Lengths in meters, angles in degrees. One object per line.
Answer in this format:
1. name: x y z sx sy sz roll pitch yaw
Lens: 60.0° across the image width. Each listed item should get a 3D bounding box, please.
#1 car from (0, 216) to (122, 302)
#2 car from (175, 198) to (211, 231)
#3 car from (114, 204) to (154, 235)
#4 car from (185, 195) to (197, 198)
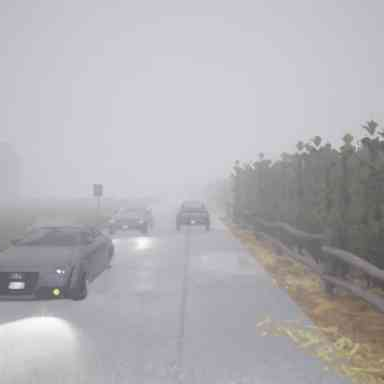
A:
1. car: -3.205 1.502 8.050 1.994 1.385 4.181 0 0 0
2. car: 0.056 1.335 19.454 2.128 1.511 4.902 0 0 0
3. car: -3.144 1.386 18.049 1.812 1.442 4.674 0 0 0
4. car: -0.003 1.166 46.164 1.812 1.442 4.674 0 0 0
